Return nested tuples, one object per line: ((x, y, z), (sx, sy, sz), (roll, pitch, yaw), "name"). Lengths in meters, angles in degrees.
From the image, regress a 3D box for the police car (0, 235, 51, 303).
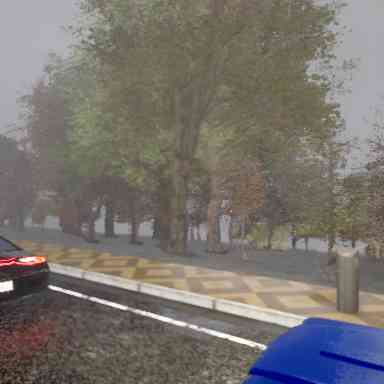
((-5.343, 1.524, 7.323), (4.974, 1.542, 2.038), (0, 0, 35), "police car")

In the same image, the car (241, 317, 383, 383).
((2.554, 1.597, 1.841), (4.718, 1.301, 1.895), (0, 0, 36), "car")
